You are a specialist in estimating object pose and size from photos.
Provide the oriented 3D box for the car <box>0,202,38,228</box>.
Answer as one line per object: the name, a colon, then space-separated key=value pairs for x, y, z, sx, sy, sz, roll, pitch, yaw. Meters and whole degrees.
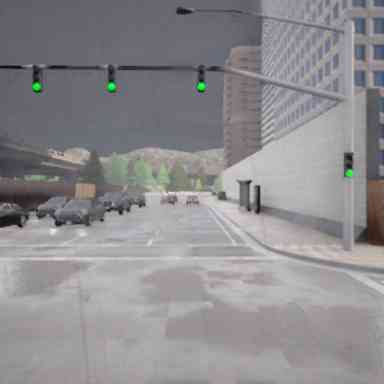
car: x=-10.603 y=1.332 z=17.833 sx=2.128 sy=1.511 sz=4.902 roll=0 pitch=0 yaw=1

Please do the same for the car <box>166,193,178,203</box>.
car: x=-3.500 y=1.000 z=59.065 sx=1.882 sy=1.535 sz=5.008 roll=0 pitch=0 yaw=0

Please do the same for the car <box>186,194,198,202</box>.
car: x=0.001 y=1.118 z=59.445 sx=1.895 sy=1.301 sz=4.718 roll=0 pitch=0 yaw=0

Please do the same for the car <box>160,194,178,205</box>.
car: x=-3.500 y=1.201 z=48.874 sx=1.895 sy=1.301 sz=4.718 roll=0 pitch=0 yaw=0

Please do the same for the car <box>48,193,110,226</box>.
car: x=-7.088 y=1.163 z=21.380 sx=2.097 sy=1.767 sz=4.553 roll=0 pitch=0 yaw=0

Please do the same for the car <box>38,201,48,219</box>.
car: x=-10.592 y=1.125 z=26.728 sx=2.097 sy=1.767 sz=4.553 roll=0 pitch=0 yaw=0

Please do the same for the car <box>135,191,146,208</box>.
car: x=-7.065 y=0.880 z=41.544 sx=2.150 sy=2.045 sz=5.566 roll=0 pitch=0 yaw=0

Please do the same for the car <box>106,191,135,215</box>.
car: x=-7.084 y=0.961 z=30.814 sx=2.150 sy=2.045 sz=5.566 roll=0 pitch=0 yaw=0

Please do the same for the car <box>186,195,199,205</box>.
car: x=0.095 y=1.196 z=49.204 sx=1.895 sy=1.301 sz=4.718 roll=0 pitch=0 yaw=0

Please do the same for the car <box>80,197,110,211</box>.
car: x=-10.588 y=1.299 z=36.524 sx=1.895 sy=1.301 sz=4.718 roll=0 pitch=0 yaw=0

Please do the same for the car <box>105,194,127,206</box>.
car: x=-10.559 y=1.099 z=46.742 sx=1.882 sy=1.535 sz=5.008 roll=0 pitch=0 yaw=0
